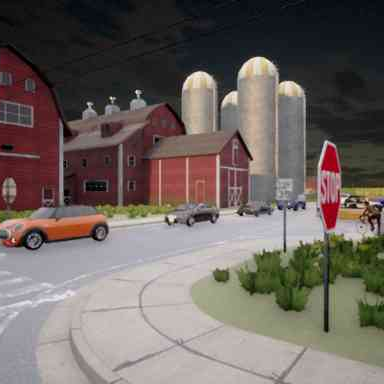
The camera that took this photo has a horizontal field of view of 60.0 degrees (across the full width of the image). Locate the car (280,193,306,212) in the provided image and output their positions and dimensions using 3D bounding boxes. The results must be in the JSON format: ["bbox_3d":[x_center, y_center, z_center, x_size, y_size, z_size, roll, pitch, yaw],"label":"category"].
[{"bbox_3d":[12.104,1.213,40.163,2.150,2.045,5.566,0,0,34],"label":"car"}]

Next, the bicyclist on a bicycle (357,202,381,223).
[{"bbox_3d":[8.663,1.299,16.201,0.582,1.620,1.656,0,0,-21],"label":"bicyclist on a bicycle"}]

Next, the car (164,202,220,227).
[{"bbox_3d":[0.106,1.486,22.833,2.128,1.511,4.902,0,0,35],"label":"car"}]

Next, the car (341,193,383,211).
[{"bbox_3d":[18.818,1.310,36.431,3.866,1.878,1.905,0,0,35],"label":"car"}]

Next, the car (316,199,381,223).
[{"bbox_3d":[11.562,1.503,25.054,4.193,1.474,1.816,0,0,35],"label":"car"}]

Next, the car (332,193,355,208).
[{"bbox_3d":[22.171,1.217,48.467,2.150,2.045,5.566,0,0,35],"label":"car"}]

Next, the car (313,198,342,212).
[{"bbox_3d":[16.317,1.487,39.904,2.128,1.511,4.902,0,0,35],"label":"car"}]

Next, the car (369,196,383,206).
[{"bbox_3d":[32.682,1.477,56.274,4.611,1.667,2.242,0,0,35],"label":"car"}]

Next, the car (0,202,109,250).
[{"bbox_3d":[-5.932,1.346,14.451,2.097,1.767,4.553,0,0,39],"label":"car"}]

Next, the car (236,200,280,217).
[{"bbox_3d":[6.155,1.541,31.593,2.033,1.411,5.357,0,0,35],"label":"car"}]
